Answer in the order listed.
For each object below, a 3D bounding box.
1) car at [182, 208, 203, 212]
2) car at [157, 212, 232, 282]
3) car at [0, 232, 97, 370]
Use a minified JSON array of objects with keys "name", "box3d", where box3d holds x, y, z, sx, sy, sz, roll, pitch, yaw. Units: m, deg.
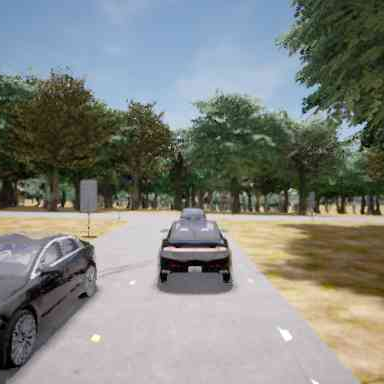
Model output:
[{"name":"car","box3d":[0.013,1.773,22.881,2.033,1.411,5.357,0,-1,-2]},{"name":"car","box3d":[0.077,1.559,9.963,2.128,1.511,4.902,0,-1,0]},{"name":"car","box3d":[-3.097,1.525,5.825,2.128,1.511,4.902,0,0,0]}]
